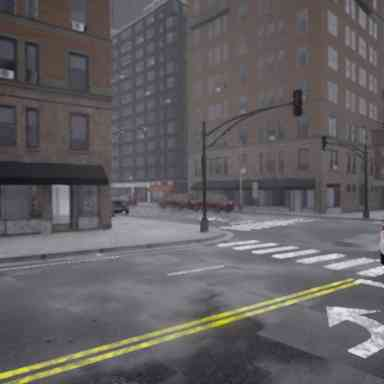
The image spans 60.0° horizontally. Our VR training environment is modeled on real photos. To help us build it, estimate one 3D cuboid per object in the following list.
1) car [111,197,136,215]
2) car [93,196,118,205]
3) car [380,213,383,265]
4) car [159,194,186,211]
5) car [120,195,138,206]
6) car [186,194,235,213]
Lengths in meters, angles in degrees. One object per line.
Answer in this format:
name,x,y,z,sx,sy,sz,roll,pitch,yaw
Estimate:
car,-7.800,1.474,32.457,1.947,1.339,4.313,0,0,-44
car,-13.171,1.266,50.263,1.802,1.307,4.206,0,0,-44
car,7.772,1.299,11.208,2.150,2.045,5.566,0,0,35
car,-1.677,1.142,38.390,2.192,1.841,5.009,0,0,-44
car,-9.339,1.172,46.305,1.967,1.590,4.097,0,0,-44
car,2.153,1.188,34.432,2.192,1.841,5.009,0,0,-44
